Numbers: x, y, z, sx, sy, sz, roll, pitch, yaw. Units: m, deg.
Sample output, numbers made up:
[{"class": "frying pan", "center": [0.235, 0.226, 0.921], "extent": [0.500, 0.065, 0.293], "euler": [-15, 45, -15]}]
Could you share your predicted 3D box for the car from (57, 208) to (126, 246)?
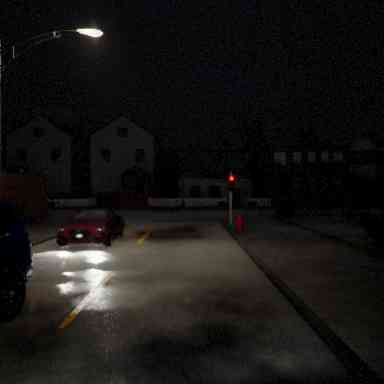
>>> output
[{"class": "car", "center": [-4.153, 1.411, 14.258], "extent": [1.994, 1.385, 4.181], "euler": [0, 1, 0]}]

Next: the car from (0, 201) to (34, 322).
[{"class": "car", "center": [-4.114, 1.182, 4.148], "extent": [2.150, 2.045, 5.566], "euler": [0, 1, 0]}]
